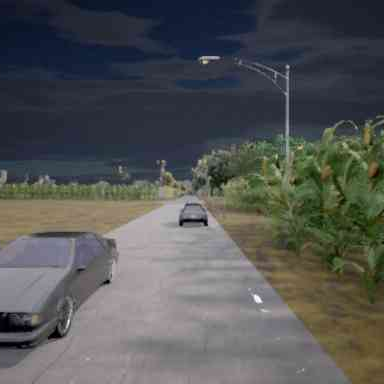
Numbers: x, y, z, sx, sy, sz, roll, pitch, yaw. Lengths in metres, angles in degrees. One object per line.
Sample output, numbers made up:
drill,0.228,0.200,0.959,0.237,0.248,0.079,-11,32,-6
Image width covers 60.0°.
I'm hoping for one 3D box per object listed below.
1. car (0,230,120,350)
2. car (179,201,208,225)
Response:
car,-2.845,1.544,6.820,2.033,1.411,5.357,0,0,0
car,0.095,1.553,23.764,1.994,1.385,4.181,0,0,0
